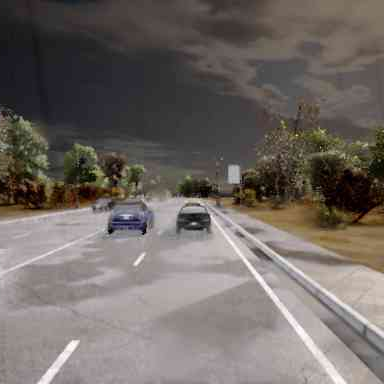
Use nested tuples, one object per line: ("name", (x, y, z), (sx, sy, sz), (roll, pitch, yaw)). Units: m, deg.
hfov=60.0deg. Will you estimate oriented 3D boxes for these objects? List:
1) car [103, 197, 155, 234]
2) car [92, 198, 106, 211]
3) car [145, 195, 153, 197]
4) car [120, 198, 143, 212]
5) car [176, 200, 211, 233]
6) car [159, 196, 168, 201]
("car", (-3.399, 1.356, 19.382), (2.097, 1.767, 4.553), (0, 0, 0))
("car", (-10.585, 1.498, 39.958), (2.128, 1.511, 4.902), (0, 0, 0))
("car", (-10.539, 1.487, 81.019), (1.837, 1.490, 4.892), (0, 0, 0))
("car", (-7.083, 1.512, 39.216), (1.837, 1.490, 4.892), (0, 0, 0))
("car", (0.102, 1.481, 19.596), (1.882, 1.535, 5.008), (0, 0, 0))
("car", (-7.039, 1.582, 81.038), (1.895, 1.301, 4.718), (0, 0, 0))
